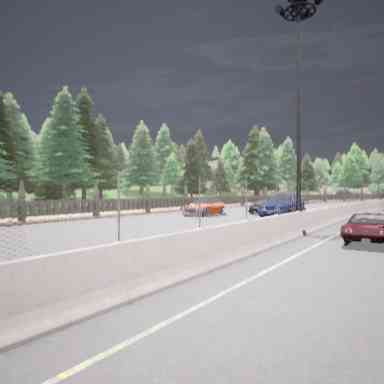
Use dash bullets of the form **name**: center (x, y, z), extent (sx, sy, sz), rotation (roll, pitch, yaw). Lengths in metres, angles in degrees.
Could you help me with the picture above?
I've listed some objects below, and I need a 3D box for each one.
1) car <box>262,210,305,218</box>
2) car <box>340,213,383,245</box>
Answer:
- **car**: center (7.092, 1.134, 25.936), extent (2.150, 2.045, 5.566), rotation (0, 0, 35)
- **car**: center (7.918, 1.551, 14.520), extent (1.895, 1.301, 4.718), rotation (0, 0, 35)
